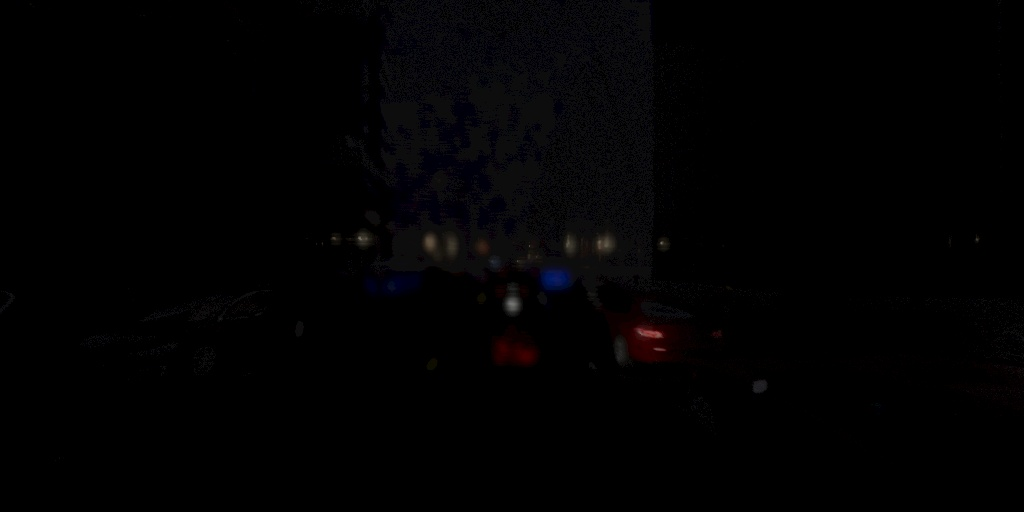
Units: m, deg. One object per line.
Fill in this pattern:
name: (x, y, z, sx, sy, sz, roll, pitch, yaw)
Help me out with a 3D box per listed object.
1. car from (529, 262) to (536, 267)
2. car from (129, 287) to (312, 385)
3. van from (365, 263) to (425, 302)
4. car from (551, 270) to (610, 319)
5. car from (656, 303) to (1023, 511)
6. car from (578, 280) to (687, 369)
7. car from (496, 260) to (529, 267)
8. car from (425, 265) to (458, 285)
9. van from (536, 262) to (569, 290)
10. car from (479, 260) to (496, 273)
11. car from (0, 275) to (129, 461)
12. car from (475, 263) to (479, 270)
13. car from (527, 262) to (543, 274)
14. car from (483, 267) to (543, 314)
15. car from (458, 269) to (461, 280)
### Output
car: (3.145, 1.626, 43.355, 1.812, 1.442, 4.674, 0, 0, 0)
car: (-5.763, 1.344, 7.119, 2.007, 1.370, 4.403, 0, 0, 0)
van: (-5.764, 1.222, 17.696, 1.690, 1.789, 3.998, 0, 0, 0)
car: (2.762, 1.393, 13.012, 2.007, 1.370, 4.403, 0, 0, 0)
car: (2.763, 1.299, 2.186, 1.888, 1.381, 4.507, 0, 0, 0)
car: (2.762, 1.380, 7.599, 1.802, 1.307, 4.207, 0, 0, 0)
car: (0.043, 1.330, 29.198, 2.097, 1.767, 4.553, 0, -1, 0)
car: (-5.765, 1.536, 28.273, 1.948, 1.339, 4.313, 0, 0, 0)
van: (2.761, 1.274, 23.838, 1.690, 1.789, 3.998, 0, 0, 0)
car: (-3.097, 1.638, 50.351, 1.882, 1.535, 5.008, 0, -1, 0)
car: (-5.762, 1.065, 1.830, 2.192, 1.841, 5.009, 0, 0, 0)
car: (-5.768, 1.841, 65.056, 2.007, 1.370, 4.403, 0, 0, 0)
car: (3.135, 1.638, 50.355, 1.882, 1.535, 5.008, 0, -1, 0)
car: (0.044, 1.359, 14.287, 1.837, 1.490, 4.892, 0, 0, 1)
car: (-5.765, 1.540, 33.393, 1.751, 1.417, 4.829, 0, 0, 0)
